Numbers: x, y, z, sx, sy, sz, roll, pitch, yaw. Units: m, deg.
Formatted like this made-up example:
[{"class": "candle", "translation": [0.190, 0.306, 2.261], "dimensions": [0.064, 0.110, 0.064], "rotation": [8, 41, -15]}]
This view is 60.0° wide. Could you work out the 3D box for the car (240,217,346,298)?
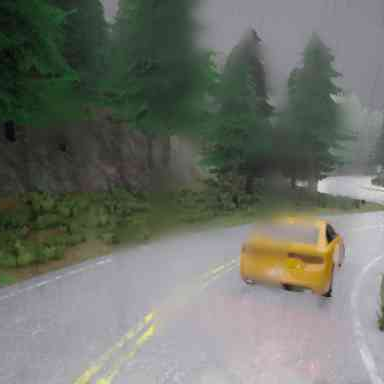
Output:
[{"class": "car", "translation": [2.819, 1.400, 8.687], "dimensions": [1.882, 1.535, 5.008], "rotation": [3, 2, 28]}]
